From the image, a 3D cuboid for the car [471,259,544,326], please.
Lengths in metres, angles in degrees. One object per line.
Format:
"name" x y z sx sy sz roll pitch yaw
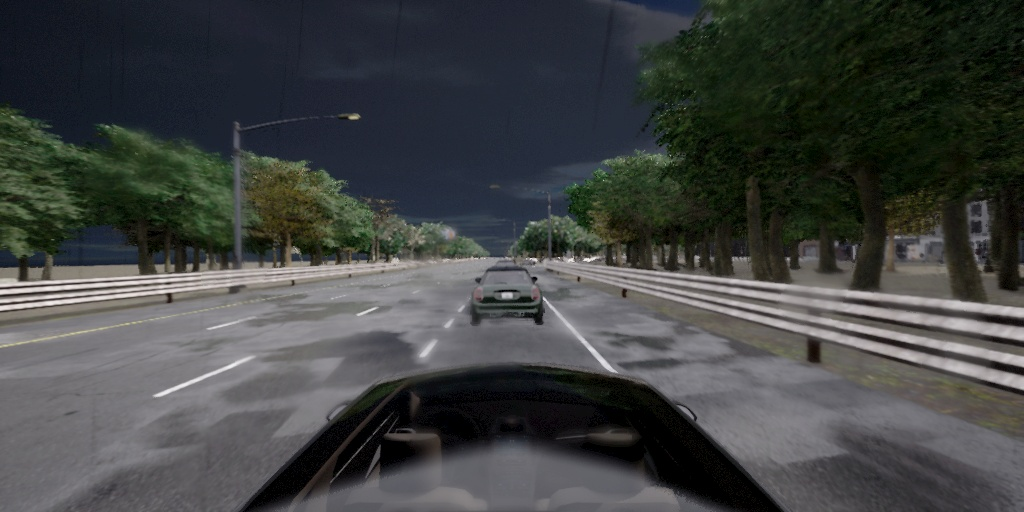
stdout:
"car" -0.175 1.115 12.027 2.097 1.767 4.553 -1 0 -1
